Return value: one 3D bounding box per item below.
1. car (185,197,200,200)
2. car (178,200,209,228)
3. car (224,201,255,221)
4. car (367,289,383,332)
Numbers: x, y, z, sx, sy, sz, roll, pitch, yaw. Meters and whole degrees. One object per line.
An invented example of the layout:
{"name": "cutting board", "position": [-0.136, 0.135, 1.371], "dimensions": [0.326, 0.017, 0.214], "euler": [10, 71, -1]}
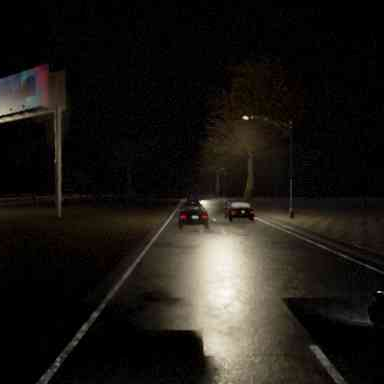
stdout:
{"name": "car", "position": [0.085, 1.307, 42.391], "dimensions": [1.994, 1.385, 4.181], "euler": [0, 1, 0]}
{"name": "car", "position": [0.095, 1.462, 21.232], "dimensions": [2.033, 1.411, 5.357], "euler": [0, 0, 0]}
{"name": "car", "position": [3.592, 1.434, 25.914], "dimensions": [2.033, 1.411, 5.357], "euler": [0, 0, 0]}
{"name": "car", "position": [3.598, 1.538, 2.613], "dimensions": [2.033, 1.411, 5.357], "euler": [0, 0, 0]}
